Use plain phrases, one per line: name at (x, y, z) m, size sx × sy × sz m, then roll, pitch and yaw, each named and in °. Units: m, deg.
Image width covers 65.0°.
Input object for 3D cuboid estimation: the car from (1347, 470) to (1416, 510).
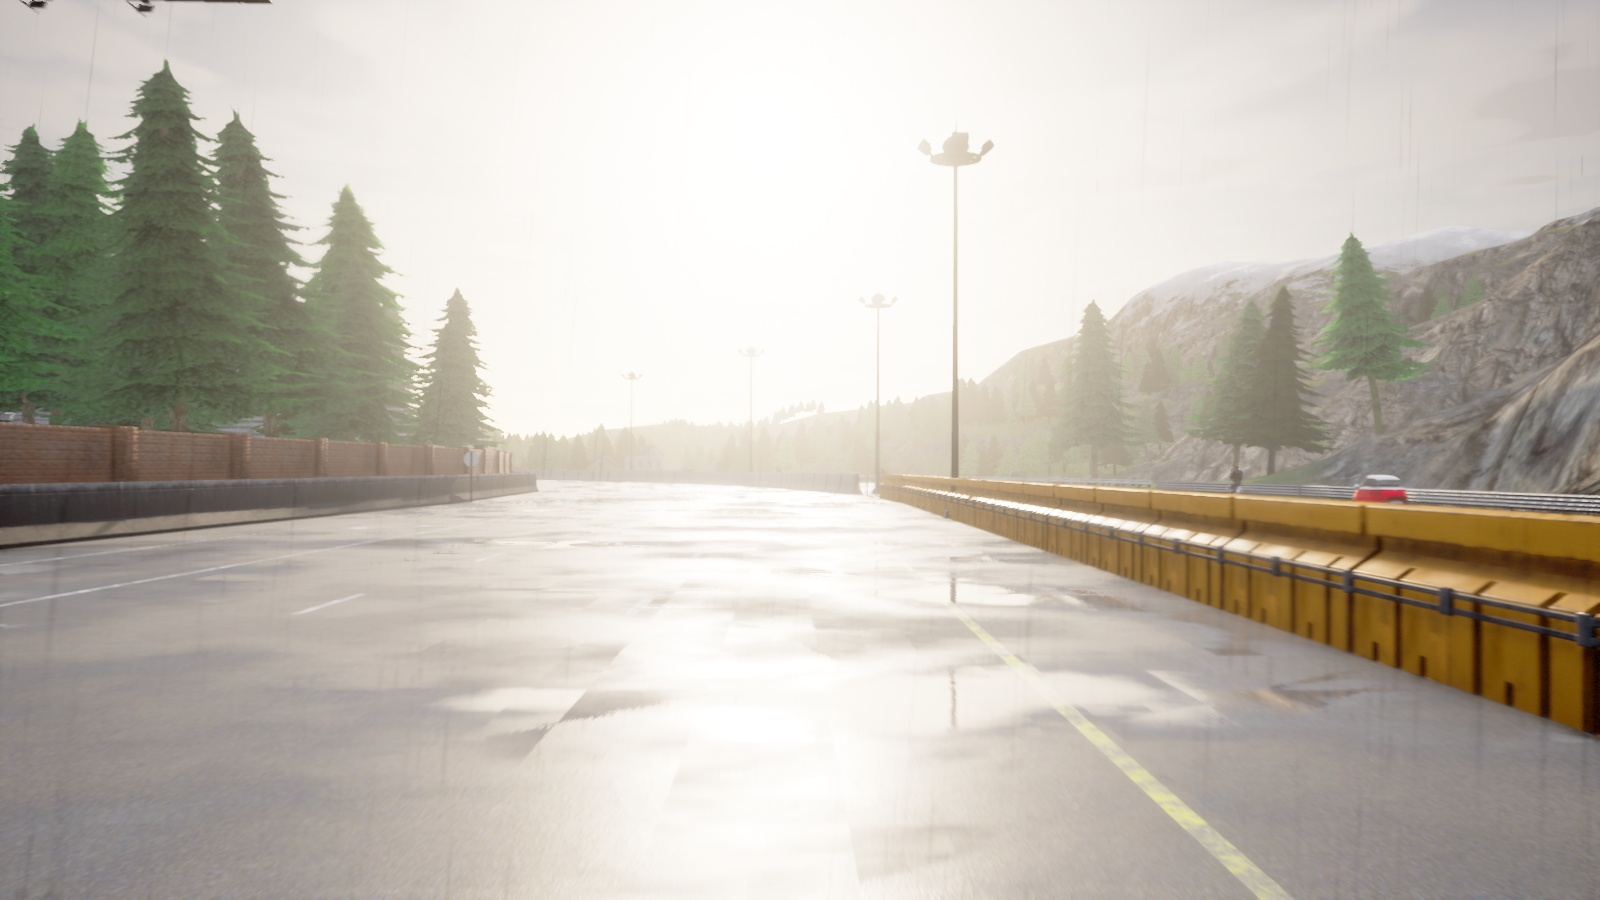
car at (20.912, 1.416, 45.231) m, size 1.481 × 1.376 × 2.207 m, roll 0°, pitch 0°, yaw 0°
